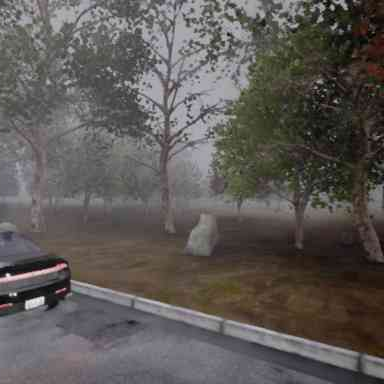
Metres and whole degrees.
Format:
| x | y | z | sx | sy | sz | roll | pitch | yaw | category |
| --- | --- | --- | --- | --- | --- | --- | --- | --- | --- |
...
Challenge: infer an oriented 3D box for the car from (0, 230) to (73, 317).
| x | y | z | sx | sy | sz | roll | pitch | yaw | category |
| --- | --- | --- | --- | --- | --- | --- | --- | --- | --- |
| -4.380 | 1.493 | 6.505 | 4.902 | 1.511 | 2.128 | 0 | 0 | 35 | car |
